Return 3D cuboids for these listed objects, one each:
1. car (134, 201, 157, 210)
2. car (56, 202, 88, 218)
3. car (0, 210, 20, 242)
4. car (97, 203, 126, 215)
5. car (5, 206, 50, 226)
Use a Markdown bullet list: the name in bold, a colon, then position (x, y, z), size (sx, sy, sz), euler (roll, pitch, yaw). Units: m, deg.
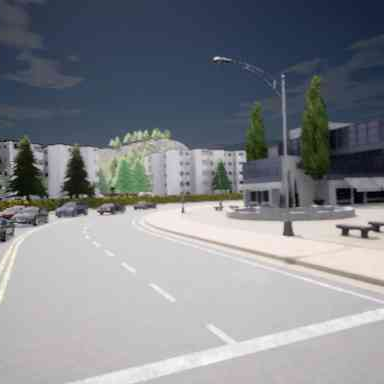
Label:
- **car**: position (-7.182, 2.016, 51.463), size (1.994, 1.385, 4.181), euler (-2, 0, 27)
- **car**: position (-13.924, 1.962, 38.616), size (2.097, 1.767, 4.553), euler (-2, 0, 6)
- **car**: position (-11.188, 2.000, 18.505), size (1.994, 1.385, 4.181), euler (-2, 0, -20)
- **car**: position (-9.923, 2.043, 41.390), size (2.033, 1.411, 5.357), euler (-2, 0, 9)
- **car**: position (-13.673, 2.063, 28.393), size (1.837, 1.490, 4.892), euler (-2, 0, -7)
